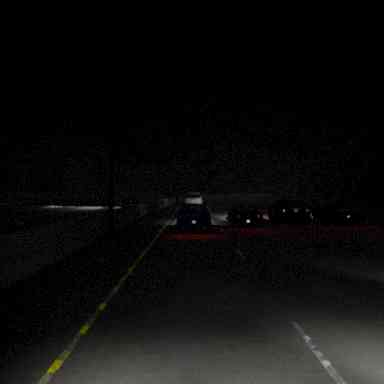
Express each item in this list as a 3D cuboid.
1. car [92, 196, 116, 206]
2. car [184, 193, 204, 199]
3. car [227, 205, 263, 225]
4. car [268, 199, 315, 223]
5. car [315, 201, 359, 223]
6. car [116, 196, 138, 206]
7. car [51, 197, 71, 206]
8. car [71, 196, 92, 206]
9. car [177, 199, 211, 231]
[{"bbox_3d":[-13.199,1.399,51.793,2.128,1.511,4.902,0,0,5],"label":"car"},{"bbox_3d":[0.247,1.142,39.906,2.150,2.045,5.566,0,-1,2],"label":"car"},{"bbox_3d":[3.596,1.558,23.420,1.895,1.301,4.718,0,0,0],"label":"car"},{"bbox_3d":[7.096,1.307,24.798,2.097,1.767,4.553,0,0,0],"label":"car"},{"bbox_3d":[10.596,1.446,24.887,2.128,1.511,4.902,0,0,0],"label":"car"},{"bbox_3d":[-9.713,1.420,51.472,1.837,1.490,4.892,0,0,5],"label":"car"},{"bbox_3d":[-20.152,1.450,52.635,2.033,1.411,5.357,0,0,5],"label":"car"},{"bbox_3d":[-16.690,1.431,52.035,1.812,1.442,4.674,0,0,5],"label":"car"},{"bbox_3d":[0.097,1.440,20.200,1.882,1.535,5.008,0,0,0],"label":"car"}]
